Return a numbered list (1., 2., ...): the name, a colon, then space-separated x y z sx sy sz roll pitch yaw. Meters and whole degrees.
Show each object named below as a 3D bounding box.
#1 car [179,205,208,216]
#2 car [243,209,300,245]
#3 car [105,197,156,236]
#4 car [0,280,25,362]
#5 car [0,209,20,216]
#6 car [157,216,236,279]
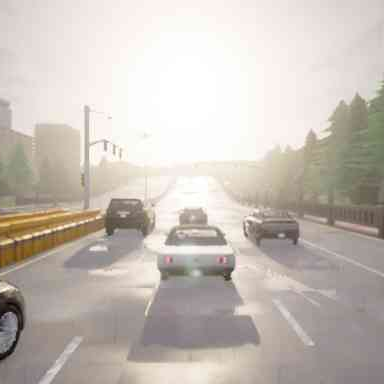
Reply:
1. car: 0.103 1.637 23.865 1.994 1.385 4.181 0 0 0
2. car: 3.601 1.540 15.811 2.128 1.511 4.902 0 0 0
3. car: -3.397 1.279 19.119 2.150 2.045 5.566 0 0 0
4. car: -3.401 1.516 3.029 1.837 1.490 4.892 0 0 0
5. car: -10.540 1.619 17.886 1.994 1.385 4.181 0 0 1
6. car: 0.102 1.631 10.048 1.895 1.301 4.718 0 0 0
